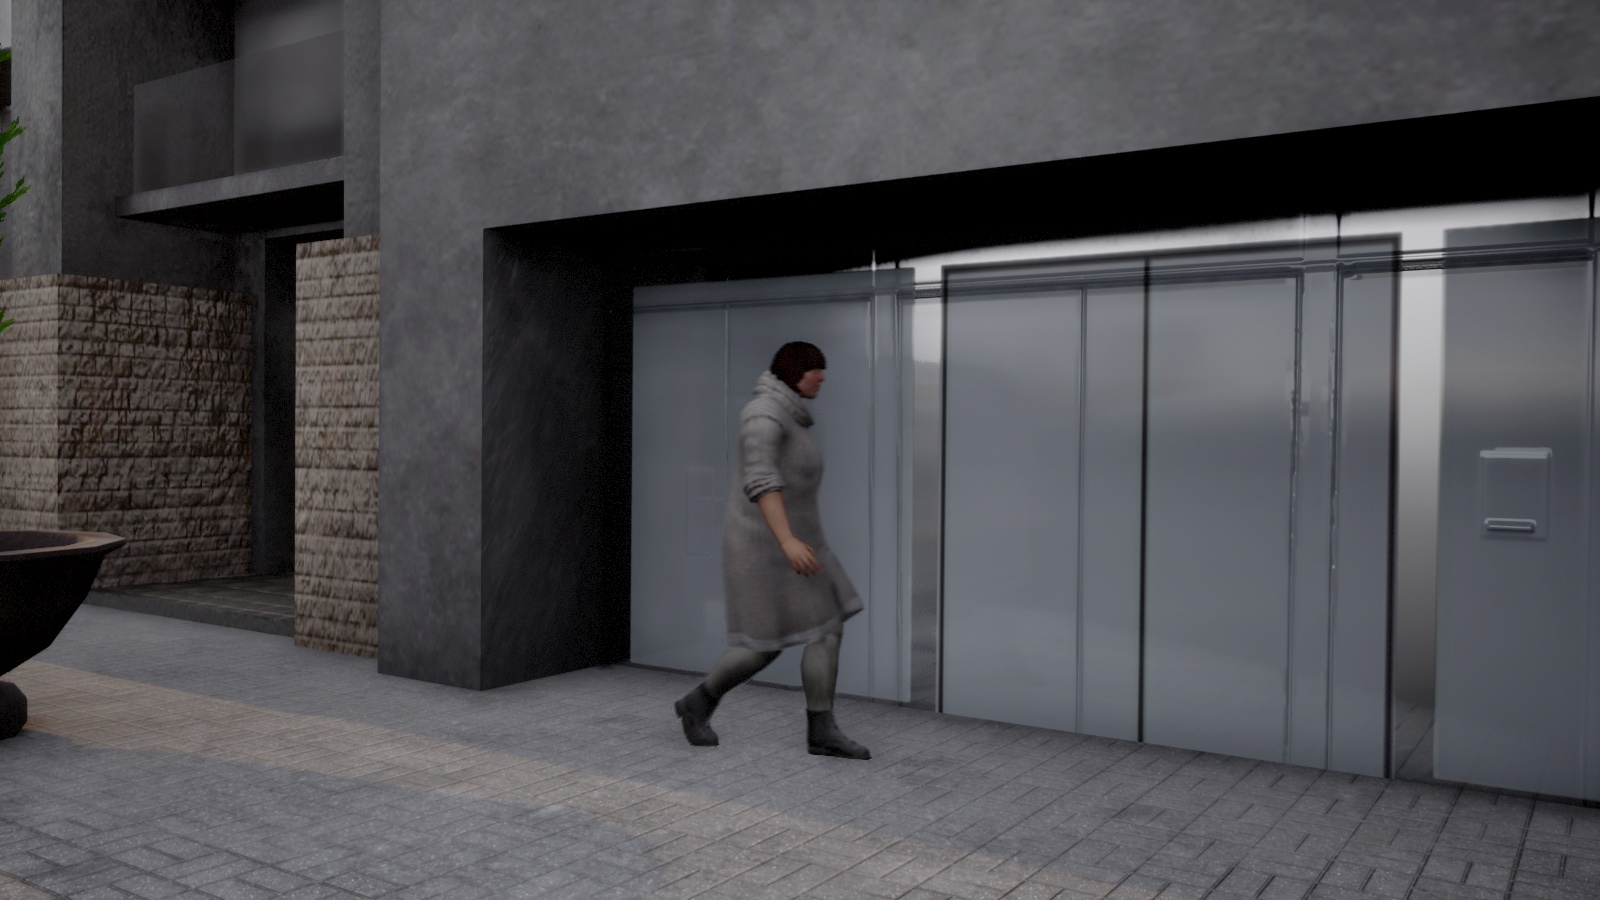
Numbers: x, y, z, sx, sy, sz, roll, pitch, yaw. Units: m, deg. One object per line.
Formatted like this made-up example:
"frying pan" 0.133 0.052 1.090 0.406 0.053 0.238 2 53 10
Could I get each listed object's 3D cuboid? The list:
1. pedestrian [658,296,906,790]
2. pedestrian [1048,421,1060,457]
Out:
"pedestrian" -0.062 0.366 5.411 0.873 1.952 0.659 0 1 21
"pedestrian" 13.239 -0.588 65.483 0.376 1.854 0.720 0 1 33
